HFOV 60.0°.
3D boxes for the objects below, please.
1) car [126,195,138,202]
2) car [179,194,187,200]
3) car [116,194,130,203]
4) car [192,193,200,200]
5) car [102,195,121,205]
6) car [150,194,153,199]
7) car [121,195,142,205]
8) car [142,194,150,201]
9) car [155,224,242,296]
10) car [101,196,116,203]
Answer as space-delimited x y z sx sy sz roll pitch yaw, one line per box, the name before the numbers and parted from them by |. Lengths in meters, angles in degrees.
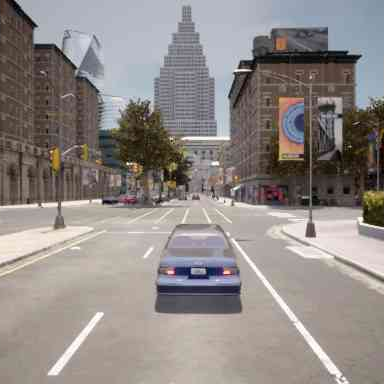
car | -14.067 1.478 78.741 1.882 1.535 5.008 0 0 1
car | -2.436 1.540 89.523 2.033 1.411 5.357 0 0 1
car | -14.189 1.355 68.642 2.097 1.767 4.553 0 0 1
car | 1.069 1.350 89.882 2.097 1.767 4.553 0 0 1
car | -14.384 1.601 58.535 1.895 1.301 4.718 0 0 1
car | -10.558 1.355 79.503 2.097 1.767 4.553 0 0 1
car | -10.866 1.477 59.719 1.882 1.535 5.008 0 0 1
car | -10.678 1.500 69.514 1.837 1.490 4.892 0 0 1
car | 0.166 1.547 8.803 2.033 1.411 5.357 0 0 1
car | -17.426 1.595 69.687 1.895 1.301 4.718 0 0 1
